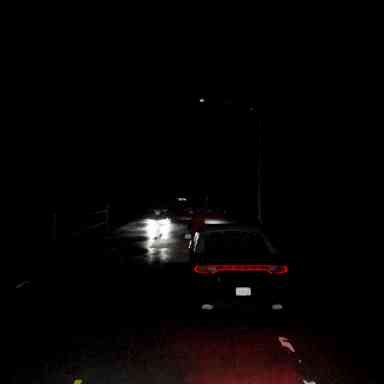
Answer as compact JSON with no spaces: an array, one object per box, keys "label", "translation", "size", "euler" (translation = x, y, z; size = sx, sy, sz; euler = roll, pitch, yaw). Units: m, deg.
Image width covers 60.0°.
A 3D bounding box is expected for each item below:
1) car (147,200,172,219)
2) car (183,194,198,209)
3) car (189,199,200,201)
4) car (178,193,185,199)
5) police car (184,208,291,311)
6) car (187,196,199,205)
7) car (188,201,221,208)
[{"label":"car","translation":[-2.780,1.464,29.225],"size":[2.128,1.511,4.902],"euler":[0,0,0]},{"label":"car","translation":[0.125,1.430,45.640],"size":[1.882,1.535,5.008],"euler":[0,0,1]},{"label":"car","translation":[0.881,1.483,23.901],"size":[1.837,1.490,4.892],"euler":[0,0,0]},{"label":"car","translation":[-2.539,1.077,88.043],"size":[1.994,1.385,4.181],"euler":[0,1,0]},{"label":"police car","translation":[0.843,1.418,8.006],"size":[1.930,1.638,5.238],"euler":[0,0,0]},{"label":"car","translation":[0.140,1.433,58.938],"size":[2.033,1.411,5.357],"euler":[0,1,0]},{"label":"car","translation":[0.867,1.461,17.900],"size":[1.882,1.535,5.008],"euler":[0,0,0]}]
